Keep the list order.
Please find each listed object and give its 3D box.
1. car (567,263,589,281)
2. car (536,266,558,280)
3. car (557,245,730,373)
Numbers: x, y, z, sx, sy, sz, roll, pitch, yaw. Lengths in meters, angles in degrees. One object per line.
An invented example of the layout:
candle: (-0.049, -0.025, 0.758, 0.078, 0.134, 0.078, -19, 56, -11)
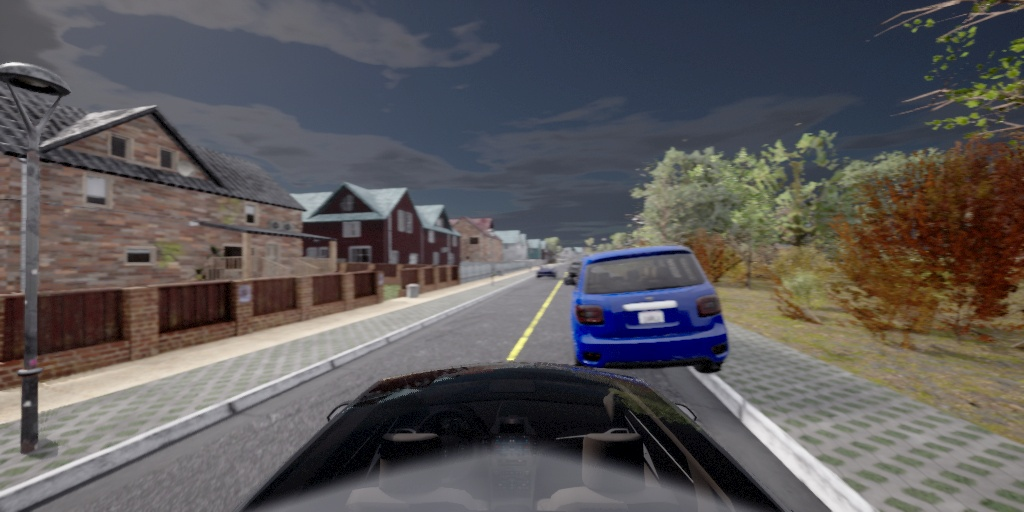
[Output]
car: (6.171, 1.412, 33.615, 1.837, 1.490, 4.892, -1, -1, 11)
car: (3.415, 1.573, 34.715, 1.895, 1.301, 4.718, -1, 0, 10)
car: (2.290, 0.904, 7.296, 2.150, 2.045, 5.566, -6, -1, 10)
